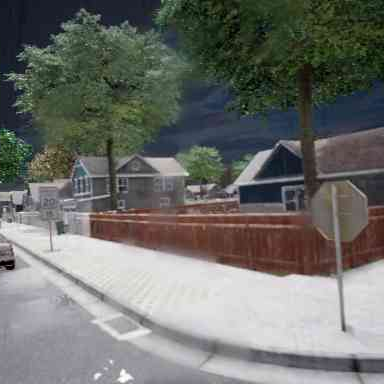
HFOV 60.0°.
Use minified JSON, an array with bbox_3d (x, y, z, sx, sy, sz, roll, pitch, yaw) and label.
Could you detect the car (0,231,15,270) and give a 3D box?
[{"bbox_3d":[-7.958,2.200,12.681,2.033,1.411,5.357,-3,-1,-34],"label":"car"}]
